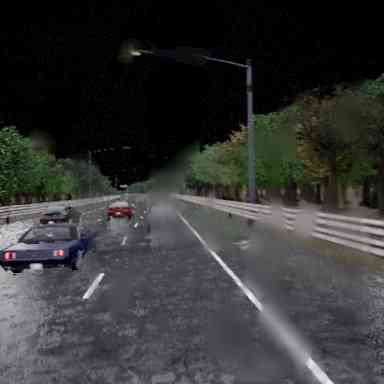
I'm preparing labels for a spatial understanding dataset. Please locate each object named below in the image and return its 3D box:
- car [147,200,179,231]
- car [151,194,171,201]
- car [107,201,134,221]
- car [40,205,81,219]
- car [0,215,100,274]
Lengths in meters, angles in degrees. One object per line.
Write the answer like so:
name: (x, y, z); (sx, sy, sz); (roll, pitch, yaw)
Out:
car: (-1.804, 1.507, 20.773); (1.812, 1.442, 4.674); (-2, 0, -5)
car: (-3.611, 1.197, 38.967); (2.150, 2.045, 5.566); (-2, 0, -5)
car: (-6.106, 1.553, 28.855); (1.882, 1.535, 5.008); (-2, 0, -6)
car: (-9.072, 1.678, 23.290); (1.837, 1.490, 4.892); (-2, 0, -6)
car: (-4.345, 1.683, 11.014); (1.895, 1.301, 4.718); (-2, 0, -6)
